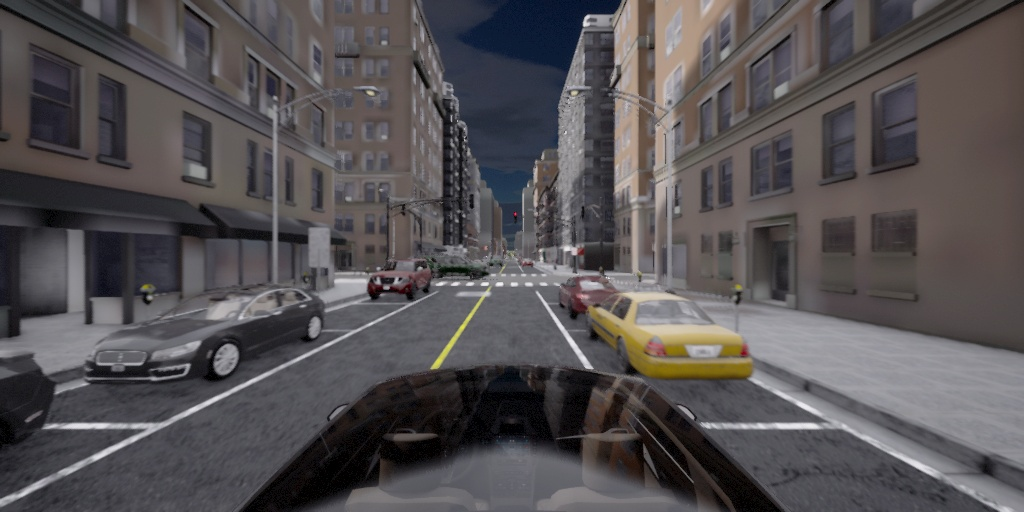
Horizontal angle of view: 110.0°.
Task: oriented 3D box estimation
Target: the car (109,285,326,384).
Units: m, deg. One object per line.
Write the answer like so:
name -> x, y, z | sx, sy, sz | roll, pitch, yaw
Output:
car -> -5.388, 1.295, 7.088 | 2.007, 1.370, 4.403 | 0, 0, 0

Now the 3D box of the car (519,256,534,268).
car -> 2.633, 1.114, 60.732 | 1.967, 1.591, 4.097 | 0, 0, 0

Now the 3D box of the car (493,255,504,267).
car -> -2.780, 0.892, 63.143 | 2.150, 2.045, 5.566 | 0, 0, 1

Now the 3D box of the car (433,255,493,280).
car -> -4.669, 0.982, 29.626 | 5.566, 2.045, 2.150 | 0, 0, 0

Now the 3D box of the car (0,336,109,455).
car -> -5.387, 1.301, 1.675 | 2.007, 1.370, 4.403 | 0, 0, 0

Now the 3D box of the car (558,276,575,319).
car -> 2.637, 1.319, 12.492 | 1.802, 1.307, 4.207 | 0, 0, 0

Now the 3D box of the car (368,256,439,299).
car -> -5.389, 1.046, 17.913 | 2.192, 1.841, 5.009 | 0, 0, 0

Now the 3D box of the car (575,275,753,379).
car -> 2.637, 1.269, 7.249 | 1.751, 1.417, 4.829 | 0, 0, 0
